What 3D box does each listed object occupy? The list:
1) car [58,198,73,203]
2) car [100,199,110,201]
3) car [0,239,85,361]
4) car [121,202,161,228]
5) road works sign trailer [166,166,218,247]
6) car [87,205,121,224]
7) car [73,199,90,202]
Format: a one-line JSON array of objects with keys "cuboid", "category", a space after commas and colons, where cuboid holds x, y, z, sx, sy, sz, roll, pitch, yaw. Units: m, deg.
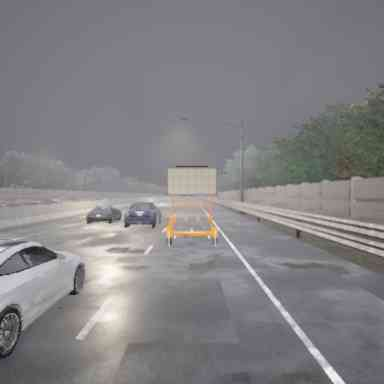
[{"cuboid": [-24.483, 1.879, 64.979, 2.097, 1.767, 4.553, 0, -1, 0], "category": "car"}, {"cuboid": [-17.482, 2.072, 67.580, 1.812, 1.442, 4.674, 0, -1, 0], "category": "car"}, {"cuboid": [-3.400, 1.564, 5.849, 1.812, 1.442, 4.674, 0, 0, 0], "category": "car"}, {"cuboid": [-3.394, 1.513, 23.727, 2.097, 1.767, 4.553, 0, 0, 0], "category": "car"}, {"cuboid": [0.003, 0.568, 15.642, 2.380, 3.560, 2.880, 0, 0, 0], "category": "road works sign trailer"}, {"cuboid": [-6.894, 1.746, 26.522, 1.994, 1.385, 4.181, 0, 0, 0], "category": "car"}, {"cuboid": [-20.984, 2.050, 65.066, 1.812, 1.442, 4.674, 0, 0, 0], "category": "car"}]
